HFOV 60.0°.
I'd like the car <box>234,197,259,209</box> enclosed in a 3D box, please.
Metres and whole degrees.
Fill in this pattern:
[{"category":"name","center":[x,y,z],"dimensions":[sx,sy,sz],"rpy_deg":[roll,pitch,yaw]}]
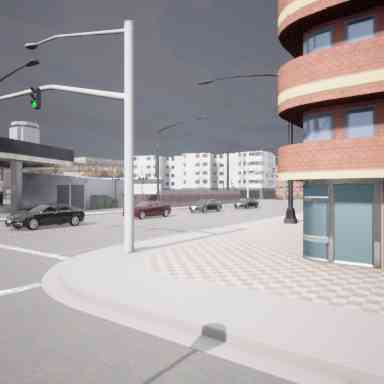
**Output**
[{"category":"car","center":[7.462,1.491,45.384],"dimensions":[2.128,1.511,4.902],"rpy_deg":[0,0,35]}]

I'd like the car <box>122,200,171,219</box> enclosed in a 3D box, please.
[{"category":"car","center":[-3.866,1.478,29.011],"dimensions":[1.882,1.535,5.008],"rpy_deg":[0,0,34]}]

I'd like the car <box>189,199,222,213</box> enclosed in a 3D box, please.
[{"category":"car","center":[1.553,1.491,36.858],"dimensions":[2.128,1.511,4.902],"rpy_deg":[0,0,35]}]

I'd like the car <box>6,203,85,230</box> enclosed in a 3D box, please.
[{"category":"car","center":[-9.191,1.505,21.231],"dimensions":[1.837,1.490,4.892],"rpy_deg":[0,0,34]}]
